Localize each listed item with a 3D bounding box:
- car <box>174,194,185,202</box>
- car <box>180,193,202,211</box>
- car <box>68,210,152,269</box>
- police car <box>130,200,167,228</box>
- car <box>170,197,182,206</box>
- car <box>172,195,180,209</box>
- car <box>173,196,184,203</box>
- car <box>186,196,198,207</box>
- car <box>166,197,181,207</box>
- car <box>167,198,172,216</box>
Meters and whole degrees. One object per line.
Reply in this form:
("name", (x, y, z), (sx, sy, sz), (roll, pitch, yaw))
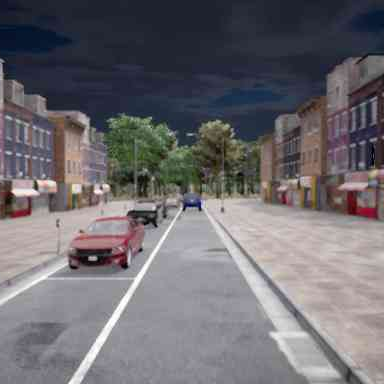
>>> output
("car", (-2.632, 1.315, 70.875), (1.967, 1.590, 4.097), (-1, 0, 0))
("car", (0.035, 1.136, 39.538), (2.150, 2.045, 5.566), (0, 0, 1))
("car", (-2.643, 1.520, 11.091), (1.887, 1.381, 4.507), (-1, 0, 0))
("police car", (-3.003, 1.377, 22.081), (1.930, 1.638, 5.238), (0, 0, 0))
("car", (-2.634, 1.479, 54.570), (1.802, 1.307, 4.206), (-1, 0, 0))
("car", (-2.637, 1.464, 43.700), (2.008, 1.369, 4.403), (-1, 0, 0))
("car", (-2.632, 1.448, 65.440), (1.947, 1.339, 4.313), (-1, 0, 0))
("car", (0.014, 1.409, 50.615), (1.837, 1.490, 4.892), (0, 0, 0))
("car", (-2.635, 1.471, 49.135), (1.947, 1.339, 4.313), (-1, 0, 0))
("car", (-3.014, 1.444, 28.971), (1.837, 1.490, 4.892), (0, 0, 0))
